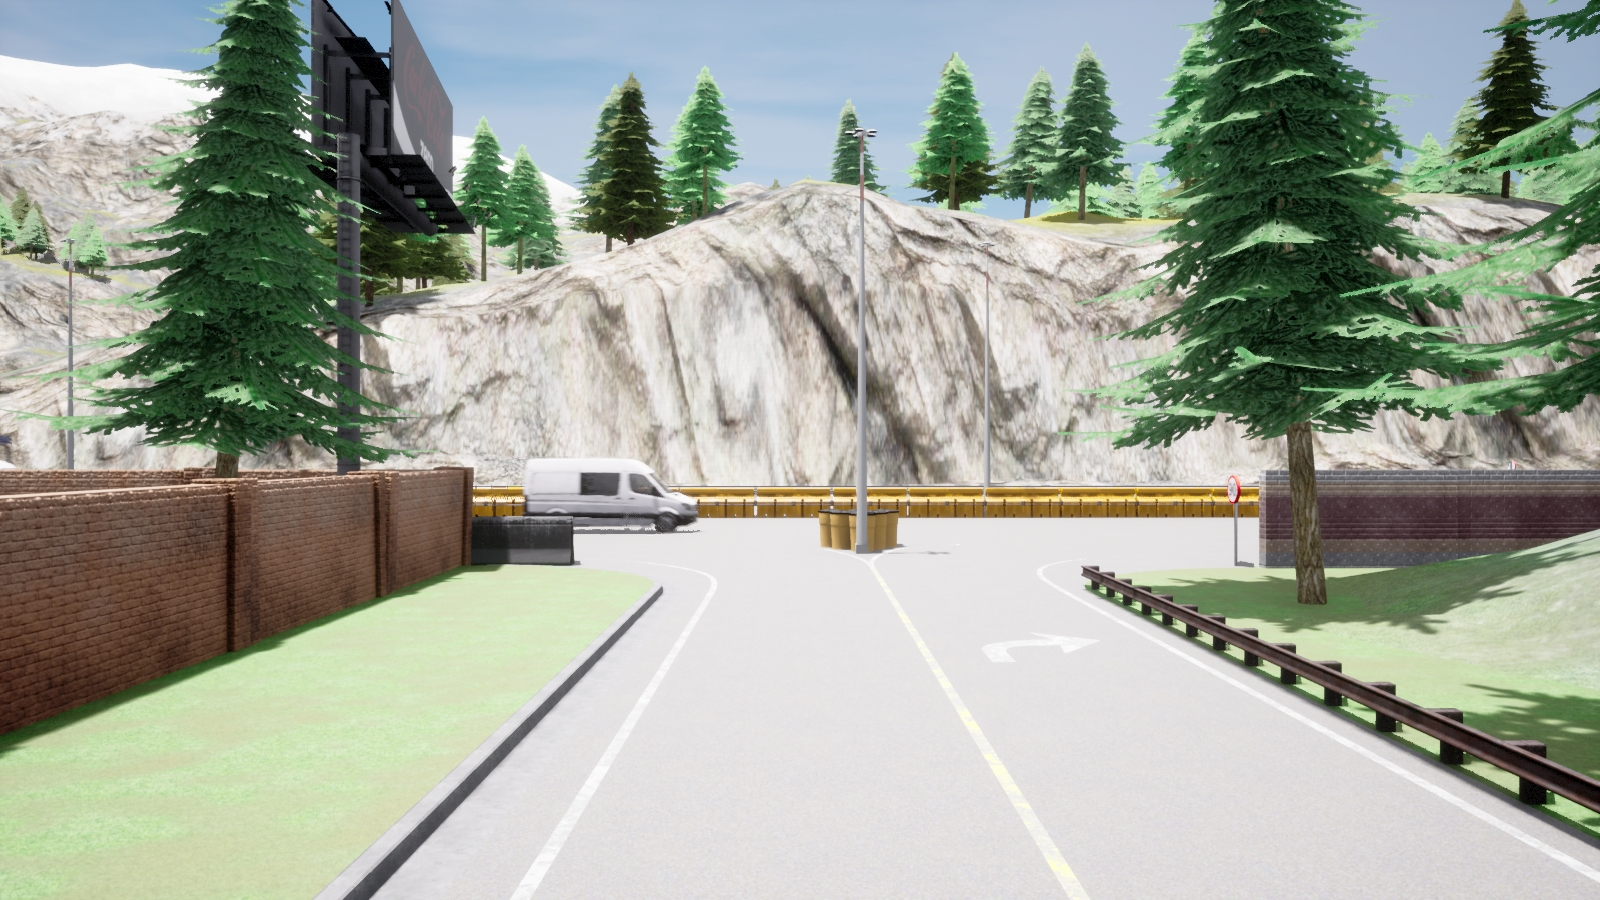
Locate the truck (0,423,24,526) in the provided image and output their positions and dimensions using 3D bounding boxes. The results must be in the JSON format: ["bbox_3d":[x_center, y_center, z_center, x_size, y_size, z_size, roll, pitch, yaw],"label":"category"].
[{"bbox_3d":[-34.170,0.916,42.591,8.468,3.827,2.891,0,0,-1],"label":"truck"}]

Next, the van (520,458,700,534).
[{"bbox_3d":[-6.493,1.558,39.511,5.915,2.561,1.988,0,0,-1],"label":"van"}]
